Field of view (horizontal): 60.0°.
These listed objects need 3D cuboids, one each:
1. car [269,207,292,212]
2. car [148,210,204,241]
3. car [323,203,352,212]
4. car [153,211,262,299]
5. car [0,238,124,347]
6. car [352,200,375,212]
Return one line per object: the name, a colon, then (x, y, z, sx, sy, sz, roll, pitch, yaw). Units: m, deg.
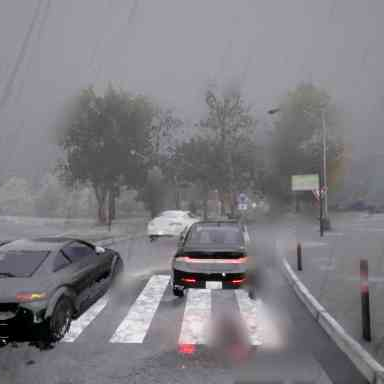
car: (19.126, 4.001, 72.499, 4.718, 1.301, 1.895, -3, -5, 37)
car: (-0.668, 1.673, 17.062, 1.812, 1.442, 4.674, -2, -3, 19)
car: (24.958, 2.834, 58.276, 2.128, 1.511, 4.902, 1, -5, -15)
car: (0.675, 1.485, 8.497, 2.128, 1.511, 4.902, -1, 0, 7)
car: (-2.783, 1.581, 6.532, 1.994, 1.385, 4.181, 0, 0, 5)
car: (28.687, 2.470, 57.010, 2.150, 2.045, 5.566, 1, -5, -11)
